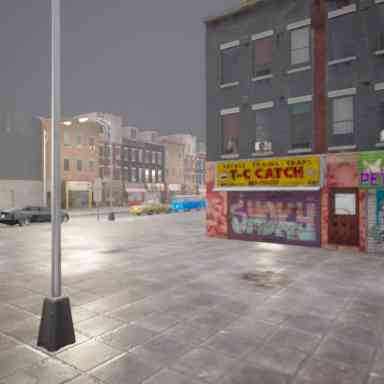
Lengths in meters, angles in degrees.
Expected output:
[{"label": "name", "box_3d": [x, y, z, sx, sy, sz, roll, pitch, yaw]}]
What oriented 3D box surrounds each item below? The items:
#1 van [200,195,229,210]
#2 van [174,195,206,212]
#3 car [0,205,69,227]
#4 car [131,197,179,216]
[{"label": "van", "box_3d": [2.845, 1.233, 40.520, 1.690, 1.788, 3.998, 0, 0, 36]}, {"label": "van", "box_3d": [-0.449, 1.248, 35.918, 1.690, 1.788, 3.998, 0, 0, 36]}, {"label": "car", "box_3d": [-10.333, 1.521, 22.111, 1.947, 1.339, 4.313, 0, 0, 36]}, {"label": "car", "box_3d": [-3.645, 1.447, 31.454, 1.752, 1.417, 4.829, 0, 0, 36]}]
